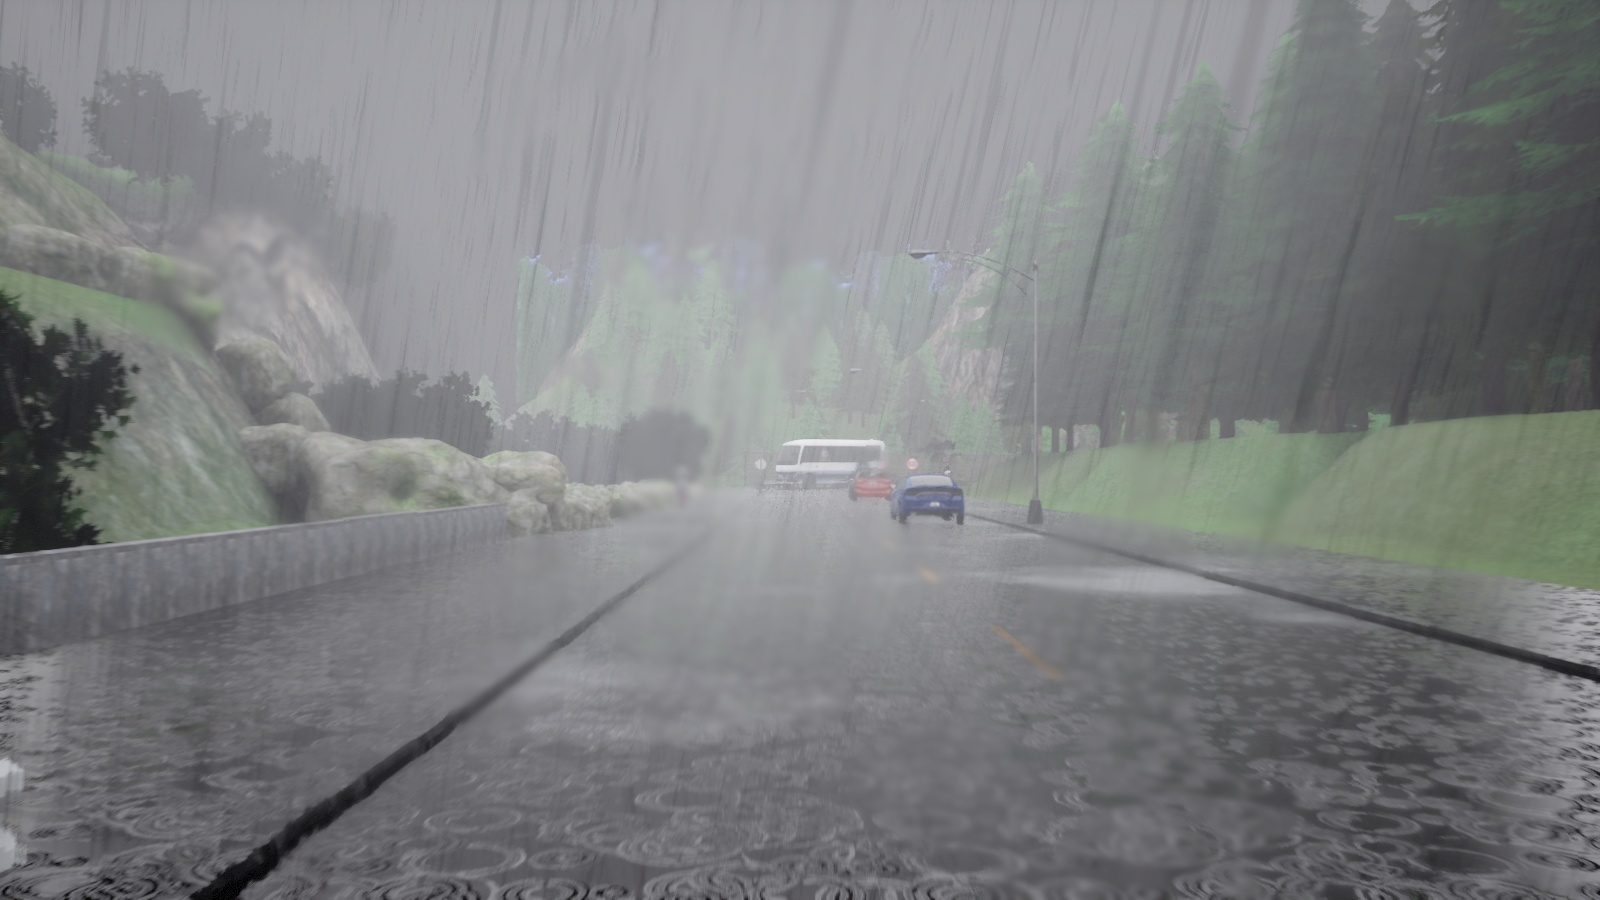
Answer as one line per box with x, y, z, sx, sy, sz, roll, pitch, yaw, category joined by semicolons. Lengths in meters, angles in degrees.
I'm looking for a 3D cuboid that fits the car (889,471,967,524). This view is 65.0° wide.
3.901;1.425;38.899;1.882;1.535;5.008;0;-1;0;car

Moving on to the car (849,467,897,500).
3.827;1.748;66.266;2.242;1.667;4.611;0;-1;0;car

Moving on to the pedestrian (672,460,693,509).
-4.692;1.382;50.266;0.659;1.952;0.873;0;-1;7;pedestrian
